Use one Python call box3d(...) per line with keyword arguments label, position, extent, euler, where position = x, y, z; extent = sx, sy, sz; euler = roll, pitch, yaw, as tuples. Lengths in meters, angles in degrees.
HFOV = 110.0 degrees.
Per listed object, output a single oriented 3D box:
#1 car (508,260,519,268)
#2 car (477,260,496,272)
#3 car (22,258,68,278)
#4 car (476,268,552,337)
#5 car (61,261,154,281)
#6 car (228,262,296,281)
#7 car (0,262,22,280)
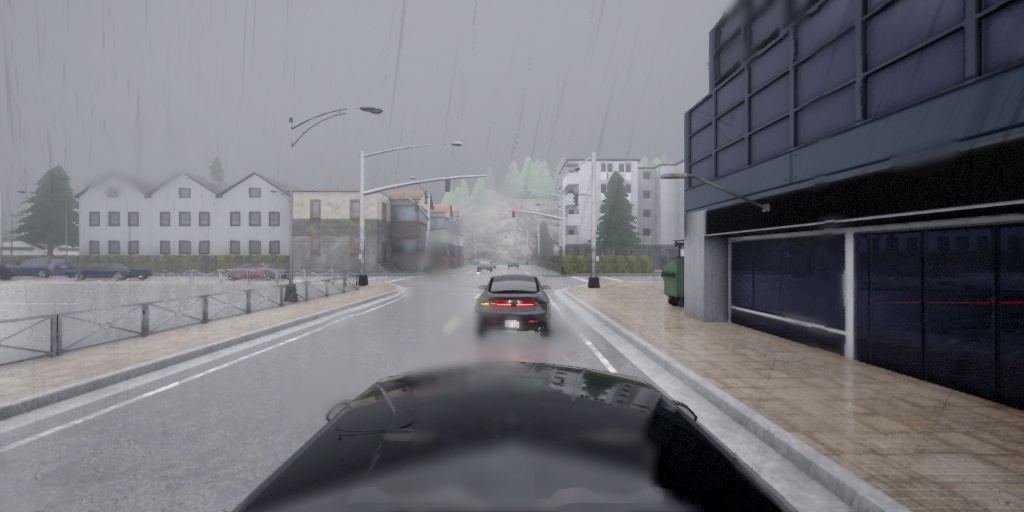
box3d(label="car", position=(0.189, 1.401, 62.369), extent=(1.895, 1.301, 4.718), euler=(0, 0, 0))
box3d(label="car", position=(-3.523, 1.313, 47.681), extent=(1.812, 1.442, 4.674), euler=(0, 0, 0))
box3d(label="car", position=(-39.835, 0.949, 30.224), extent=(4.553, 1.767, 2.097), euler=(0, 0, 0))
box3d(label="car", position=(0.069, 1.262, 10.280), extent=(1.837, 1.490, 4.892), euler=(0, 0, 1))
box3d(label="car", position=(-29.573, 1.195, 26.486), extent=(4.718, 1.301, 1.895), euler=(0, 0, 0))
box3d(label="car", position=(-18.344, 1.158, 26.432), extent=(4.181, 1.385, 1.994), euler=(0, 0, 0))
box3d(label="car", position=(-40.127, 1.194, 26.569), extent=(4.718, 1.301, 1.895), euler=(0, 0, 1))
